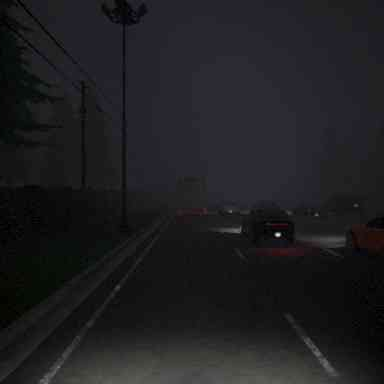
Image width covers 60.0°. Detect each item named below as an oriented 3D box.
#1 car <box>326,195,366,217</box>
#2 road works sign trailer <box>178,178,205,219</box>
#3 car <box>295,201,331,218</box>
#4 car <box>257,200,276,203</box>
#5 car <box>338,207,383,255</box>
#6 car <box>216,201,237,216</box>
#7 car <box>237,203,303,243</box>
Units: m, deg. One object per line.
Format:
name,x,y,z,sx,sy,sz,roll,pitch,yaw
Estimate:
car,14.091,1.270,31.181,2.150,2.045,5.566,0,0,0
road works sign trailer,-0.008,0.510,29.616,2.380,3.560,2.880,0,0,0
car,10.592,1.648,30.460,1.895,1.301,4.718,0,0,0
car,7.091,1.541,32.013,2.128,1.511,4.902,0,0,0
car,7.097,1.496,11.267,1.882,1.535,5.008,0,0,0
car,3.577,1.577,33.053,1.812,1.442,4.674,0,0,0
car,3.596,1.530,16.330,1.837,1.490,4.892,0,0,0
